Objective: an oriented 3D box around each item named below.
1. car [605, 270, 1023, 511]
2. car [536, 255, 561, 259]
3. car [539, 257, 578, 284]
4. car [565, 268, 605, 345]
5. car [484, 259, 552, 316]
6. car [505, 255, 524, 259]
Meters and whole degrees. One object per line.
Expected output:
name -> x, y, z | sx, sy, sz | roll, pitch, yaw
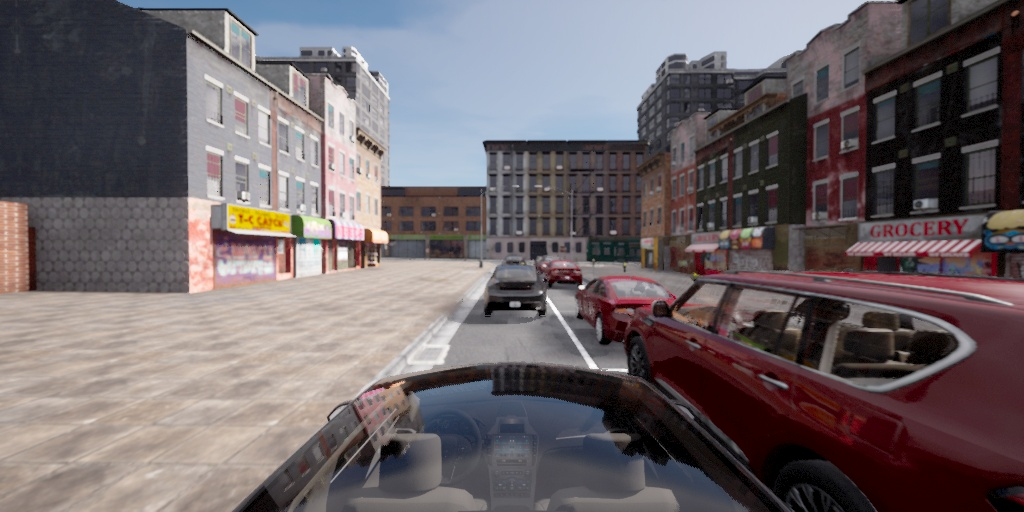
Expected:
car -> 2.644, 1.029, 3.309 | 2.192, 1.841, 5.009 | 0, 0, 0
car -> 2.725, 0.646, 25.318 | 1.967, 1.591, 4.097 | 0, 0, 0
car -> 2.705, 0.877, 19.816 | 1.888, 1.381, 4.507 | 0, 0, 0
car -> 2.664, 1.131, 8.812 | 1.888, 1.381, 4.507 | 0, 0, 0
car -> 0.110, 1.012, 12.110 | 1.837, 1.490, 4.892 | 0, 1, 1
car -> 0.173, 0.646, 28.061 | 1.837, 1.490, 4.892 | 0, 1, 1
